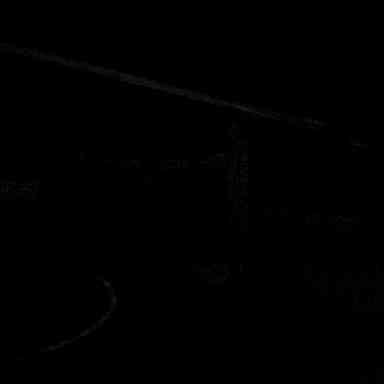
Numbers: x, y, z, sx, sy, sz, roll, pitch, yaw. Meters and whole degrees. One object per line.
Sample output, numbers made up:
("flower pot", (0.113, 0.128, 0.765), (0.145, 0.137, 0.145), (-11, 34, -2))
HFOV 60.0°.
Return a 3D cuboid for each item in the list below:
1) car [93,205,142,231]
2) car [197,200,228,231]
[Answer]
("car", (-5.137, 1.668, 22.711), (2.242, 1.667, 4.611), (0, 0, -33))
("car", (1.973, 1.499, 22.145), (1.905, 1.878, 3.866), (0, 0, -33))
